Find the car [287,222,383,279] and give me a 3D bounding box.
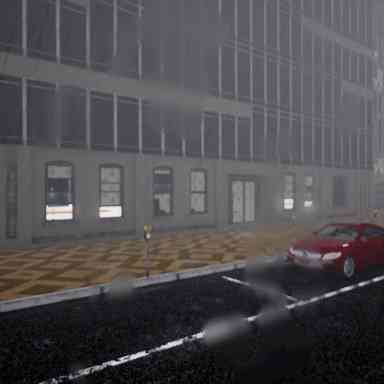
[{"bbox_3d":[4.639,1.563,9.892,4.206,1.307,1.802,0,0,-36],"label":"car"}]
